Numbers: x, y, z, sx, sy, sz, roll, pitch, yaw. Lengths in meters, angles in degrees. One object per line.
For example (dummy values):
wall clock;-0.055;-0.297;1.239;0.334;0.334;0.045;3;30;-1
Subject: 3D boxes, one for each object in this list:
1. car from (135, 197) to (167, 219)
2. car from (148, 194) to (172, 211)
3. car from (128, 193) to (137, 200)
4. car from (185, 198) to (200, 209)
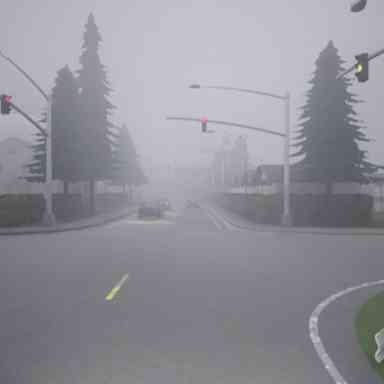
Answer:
car;-3.586;1.478;29.686;1.882;1.535;5.008;0;0;0
car;-3.580;1.352;39.840;2.097;1.767;4.553;0;0;0
car;-16.768;1.077;84.283;3.866;1.878;1.905;0;0;-1
car;0.105;1.547;45.125;2.033;1.411;5.357;0;0;0
